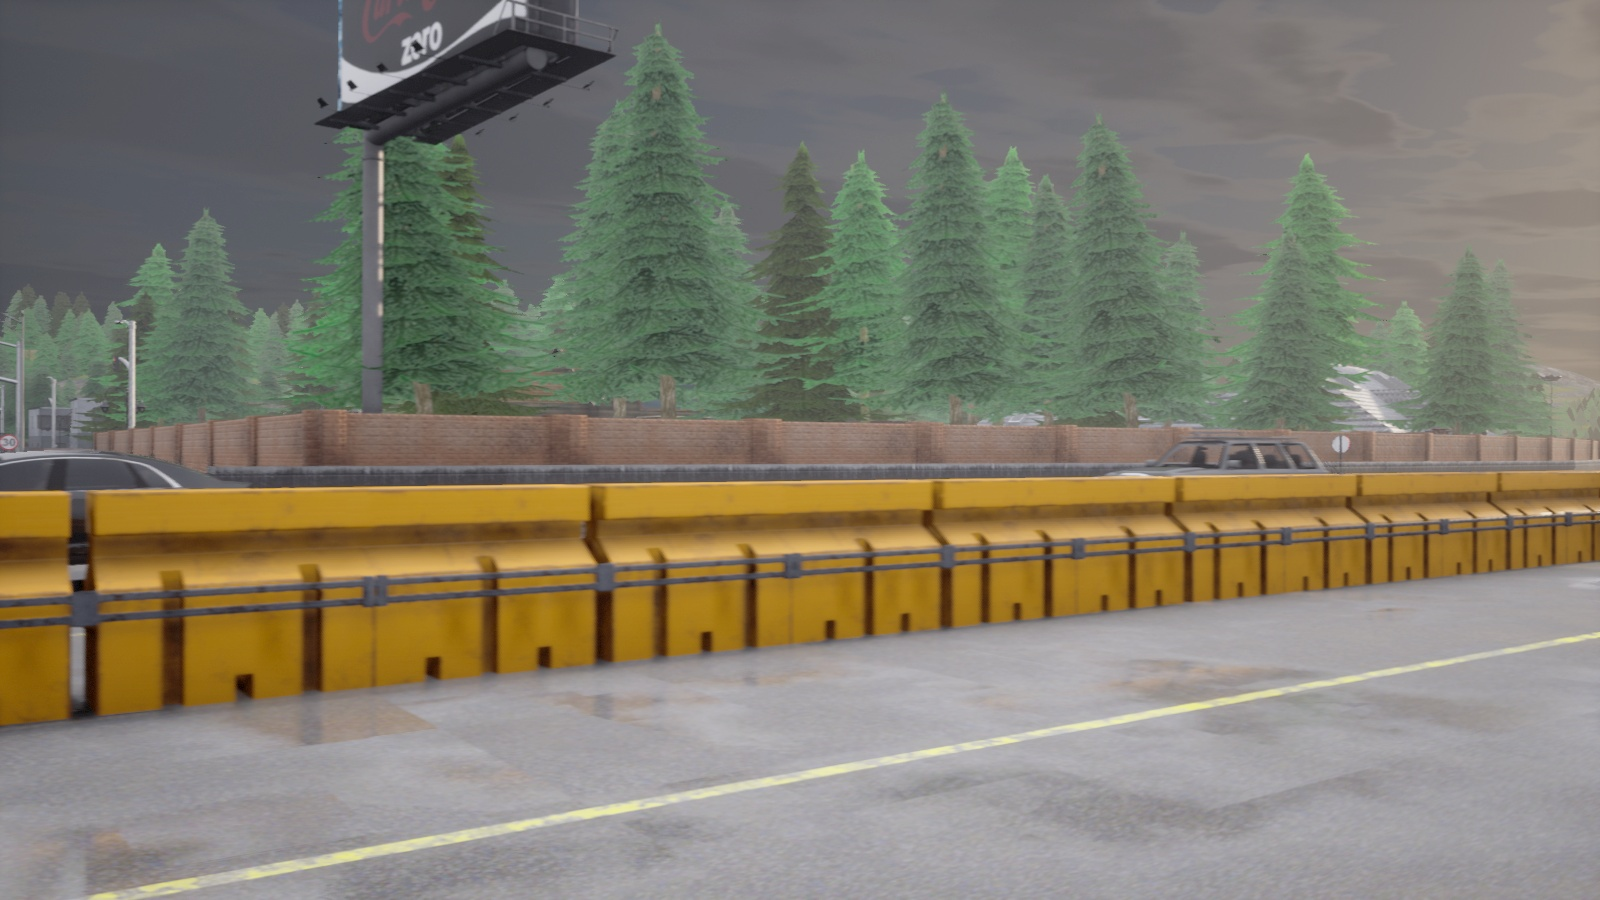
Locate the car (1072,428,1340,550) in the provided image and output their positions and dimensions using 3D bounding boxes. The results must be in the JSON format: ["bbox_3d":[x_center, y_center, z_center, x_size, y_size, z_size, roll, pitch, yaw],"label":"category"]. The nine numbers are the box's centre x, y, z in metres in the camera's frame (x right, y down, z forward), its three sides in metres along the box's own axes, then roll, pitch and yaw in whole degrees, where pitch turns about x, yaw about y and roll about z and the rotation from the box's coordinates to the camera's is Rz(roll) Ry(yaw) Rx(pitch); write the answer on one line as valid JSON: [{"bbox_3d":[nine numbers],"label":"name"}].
[{"bbox_3d":[6.934,0.599,21.277,4.605,1.855,1.932,0,0,-35],"label":"car"}]

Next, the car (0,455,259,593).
[{"bbox_3d":[-9.031,0.804,14.431,4.892,1.490,1.837,0,0,-35],"label":"car"}]
